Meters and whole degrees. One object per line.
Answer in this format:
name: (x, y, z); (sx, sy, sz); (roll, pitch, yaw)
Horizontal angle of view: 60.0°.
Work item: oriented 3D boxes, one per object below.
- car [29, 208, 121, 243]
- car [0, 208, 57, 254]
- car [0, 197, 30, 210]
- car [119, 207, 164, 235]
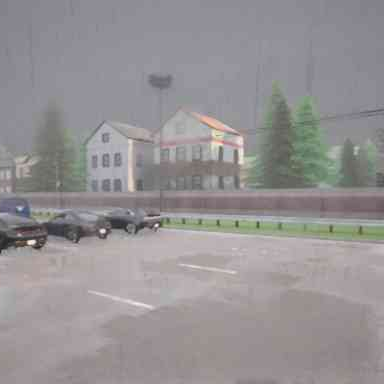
car: (-6.007, 1.660, 16.755); (4.674, 1.442, 1.812); (0, 0, 36)
car: (-7.975, 1.642, 13.858); (4.892, 1.490, 1.837); (0, 0, 36)
car: (-15.899, 1.487, 28.103); (5.566, 2.045, 2.150); (0, 0, 36)
car: (-3.906, 1.626, 19.554); (4.902, 1.511, 2.128); (-1, 0, 36)
